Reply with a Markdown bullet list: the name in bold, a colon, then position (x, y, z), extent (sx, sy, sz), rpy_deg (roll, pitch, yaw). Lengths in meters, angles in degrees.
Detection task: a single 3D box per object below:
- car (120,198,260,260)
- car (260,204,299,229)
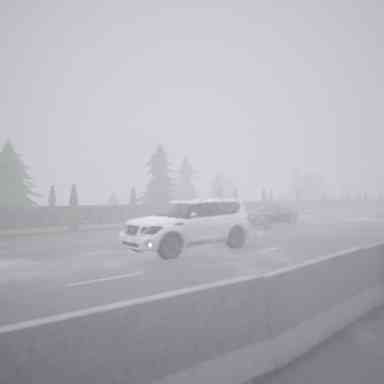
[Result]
- **car**: position (-0.029, 1.284, 13.096), extent (5.566, 2.045, 2.150), rpy_deg (0, 0, -40)
- **car**: position (5.320, 1.586, 22.521), extent (4.902, 1.511, 2.128), rpy_deg (0, 0, -42)
